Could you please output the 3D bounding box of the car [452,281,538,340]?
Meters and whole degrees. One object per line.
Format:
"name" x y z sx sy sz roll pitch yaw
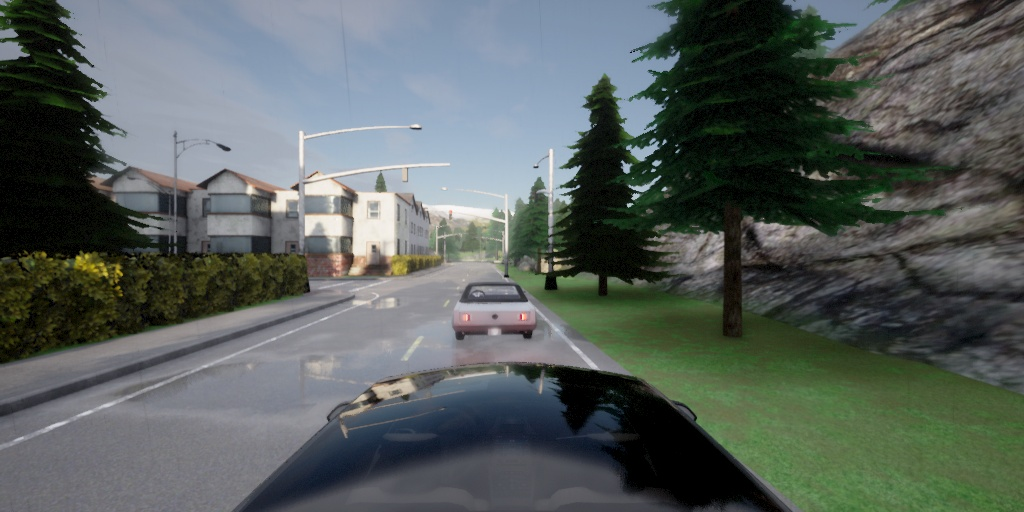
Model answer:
"car" -0.526 1.349 9.954 1.895 1.301 4.718 0 0 -4
